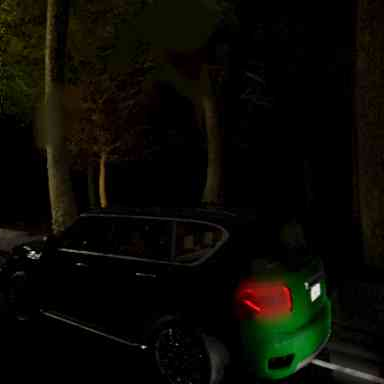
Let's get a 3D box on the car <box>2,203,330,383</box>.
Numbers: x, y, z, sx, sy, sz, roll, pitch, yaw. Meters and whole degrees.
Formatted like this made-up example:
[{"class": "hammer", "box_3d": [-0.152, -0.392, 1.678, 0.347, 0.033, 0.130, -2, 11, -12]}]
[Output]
[{"class": "car", "box_3d": [-0.788, 1.204, 5.325, 5.566, 2.045, 2.150, 0, 0, 36]}]
